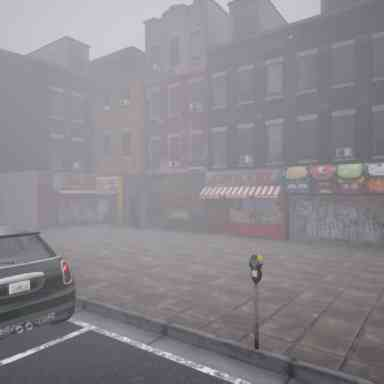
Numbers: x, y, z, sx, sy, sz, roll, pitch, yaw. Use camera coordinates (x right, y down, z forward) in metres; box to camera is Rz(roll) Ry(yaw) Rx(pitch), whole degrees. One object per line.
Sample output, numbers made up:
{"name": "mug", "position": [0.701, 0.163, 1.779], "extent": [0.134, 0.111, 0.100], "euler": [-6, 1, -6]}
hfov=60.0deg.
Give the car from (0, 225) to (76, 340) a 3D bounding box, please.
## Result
{"name": "car", "position": [-4.152, 1.352, 5.905], "extent": [4.553, 1.767, 2.097], "euler": [0, 0, 35]}
